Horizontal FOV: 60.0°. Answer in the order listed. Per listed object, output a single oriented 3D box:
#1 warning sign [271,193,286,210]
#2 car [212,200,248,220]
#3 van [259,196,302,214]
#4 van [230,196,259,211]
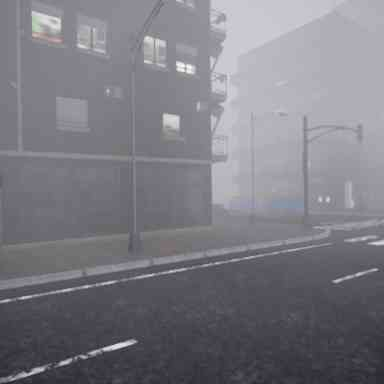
[{"bbox_3d":[9.756,1.043,37.481,1.300,1.860,1.060,0,0,-36],"label":"warning sign"},{"bbox_3d":[2.529,1.647,29.180,1.802,1.307,4.206,-2,0,-36],"label":"car"},{"bbox_3d":[9.266,1.274,34.093,1.690,1.788,3.998,-2,0,-36],"label":"van"},{"bbox_3d":[5.953,1.349,38.610,1.690,1.788,3.998,-2,0,-36],"label":"van"}]
